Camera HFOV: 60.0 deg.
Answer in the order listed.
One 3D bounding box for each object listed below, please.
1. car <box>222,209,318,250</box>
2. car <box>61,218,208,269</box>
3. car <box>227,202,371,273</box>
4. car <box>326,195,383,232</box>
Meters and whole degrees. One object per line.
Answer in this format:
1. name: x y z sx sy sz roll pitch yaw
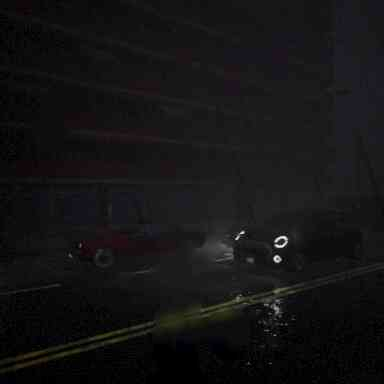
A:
1. car: 3.591 1.568 15.033 4.181 1.385 1.994 0 0 -36
2. car: -1.834 1.601 11.263 4.718 1.301 1.895 0 0 -35
3. car: 3.493 1.352 10.750 4.553 1.767 2.097 0 0 -35
4. car: 8.719 1.221 18.725 5.566 2.045 2.150 0 0 -35
